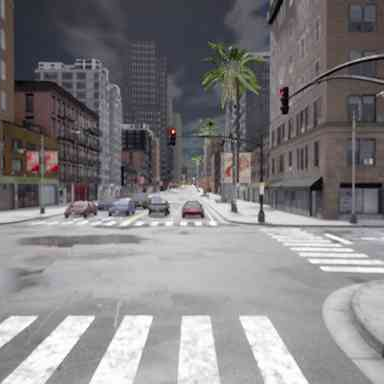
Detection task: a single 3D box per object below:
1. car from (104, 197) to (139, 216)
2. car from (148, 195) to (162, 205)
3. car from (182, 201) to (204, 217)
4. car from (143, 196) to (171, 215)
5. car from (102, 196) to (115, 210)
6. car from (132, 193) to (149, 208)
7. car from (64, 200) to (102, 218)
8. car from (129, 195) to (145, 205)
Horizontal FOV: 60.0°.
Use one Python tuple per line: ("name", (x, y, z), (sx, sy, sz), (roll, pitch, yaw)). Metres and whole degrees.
("car", (-6.608, 1.495, 31.683), (1.812, 1.442, 4.674), (0, 0, 0))
("car", (-6.570, 1.401, 59.580), (1.882, 1.535, 5.008), (0, 0, 0))
("car", (0.093, 1.534, 31.191), (1.994, 1.385, 4.181), (0, 0, 0))
("car", (-3.158, 1.460, 32.864), (2.128, 1.511, 4.902), (0, 0, 0))
("car", (-9.853, 1.312, 39.971), (2.097, 1.767, 4.553), (0, 0, 0))
("car", (-6.605, 1.174, 42.114), (2.150, 2.045, 5.566), (0, 1, 0))
("car", (-9.854, 1.497, 29.904), (1.812, 1.442, 4.674), (0, 0, 0))
("car", (-9.821, 1.401, 59.541), (1.882, 1.535, 5.008), (0, 0, 1))
